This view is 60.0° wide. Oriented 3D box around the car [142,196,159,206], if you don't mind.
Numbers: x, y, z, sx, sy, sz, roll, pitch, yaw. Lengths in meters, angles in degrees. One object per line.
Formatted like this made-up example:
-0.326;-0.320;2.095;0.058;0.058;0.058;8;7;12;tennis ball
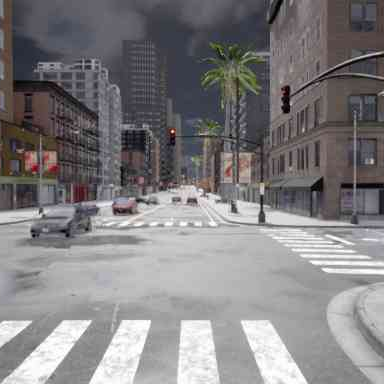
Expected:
-6.640;1.475;55.912;1.837;1.490;4.892;0;0;0;car

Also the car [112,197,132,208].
-9.900;1.458;47.392;1.882;1.535;5.008;0;0;0;car

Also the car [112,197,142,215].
-6.638;1.468;33.538;1.882;1.535;5.008;0;0;0;car

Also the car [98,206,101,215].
-9.884;1.592;30.473;1.895;1.301;4.718;0;0;0;car

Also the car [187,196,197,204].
0.032;1.438;61.296;1.882;1.535;5.008;0;0;0;car

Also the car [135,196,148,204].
-9.824;1.573;65.425;1.895;1.301;4.718;0;0;0;car

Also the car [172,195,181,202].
-3.248;1.436;70.870;2.128;1.511;4.902;0;0;0;car

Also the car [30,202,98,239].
-6.605;1.479;17.336;1.812;1.442;4.674;0;0;0;car

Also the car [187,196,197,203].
-0.008;1.499;71.338;1.994;1.385;4.181;0;0;0;car
